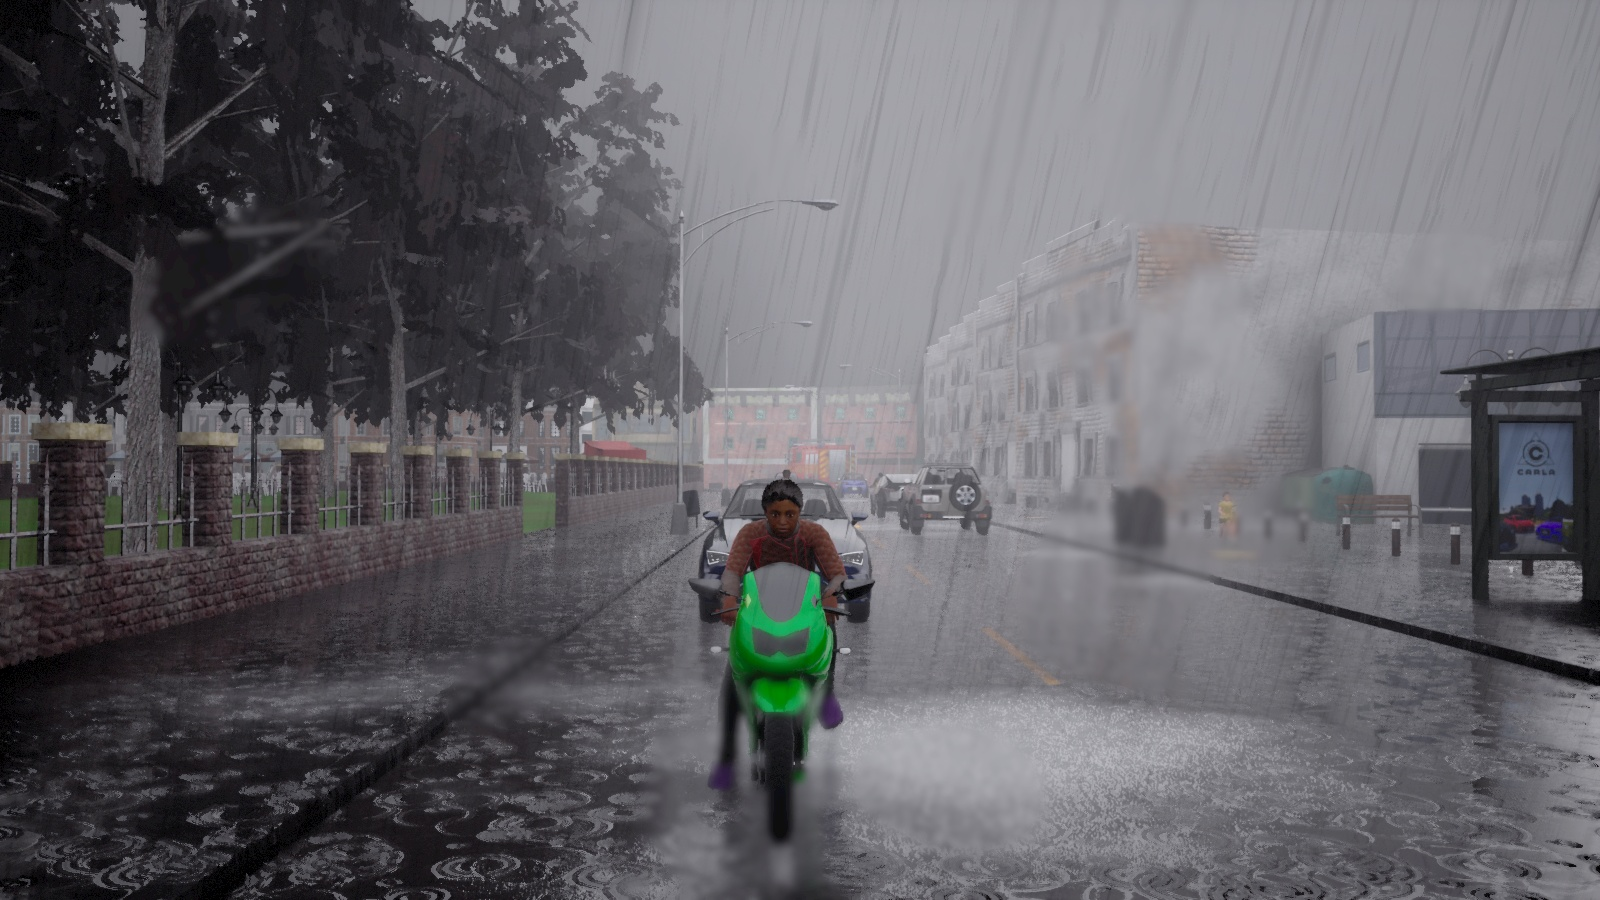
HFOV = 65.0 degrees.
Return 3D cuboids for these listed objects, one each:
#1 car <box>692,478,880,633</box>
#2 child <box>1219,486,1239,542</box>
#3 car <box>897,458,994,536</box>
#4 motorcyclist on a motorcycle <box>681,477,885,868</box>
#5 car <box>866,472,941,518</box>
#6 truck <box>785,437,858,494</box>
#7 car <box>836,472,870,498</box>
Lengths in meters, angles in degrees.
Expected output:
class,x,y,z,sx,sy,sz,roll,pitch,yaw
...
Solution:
class,x,y,z,sx,sy,sz,roll,pitch,yaw
car,-0.158,1.068,14.272,1.816,1.474,4.193,0,-1,-1
child,8.673,1.295,25.380,0.255,1.110,0.394,0,-1,1
car,3.665,1.159,32.376,1.932,1.855,4.605,0,-1,-1
motorcyclist on a motorcycle,-0.078,0.897,5.979,0.797,1.523,2.044,0,-1,-1
car,3.546,1.536,43.896,2.163,1.488,4.792,0,-1,-1
truck,1.430,1.138,89.499,2.891,3.827,8.468,0,-1,-15
car,3.192,2.083,75.697,1.816,1.474,4.193,0,-1,-1
